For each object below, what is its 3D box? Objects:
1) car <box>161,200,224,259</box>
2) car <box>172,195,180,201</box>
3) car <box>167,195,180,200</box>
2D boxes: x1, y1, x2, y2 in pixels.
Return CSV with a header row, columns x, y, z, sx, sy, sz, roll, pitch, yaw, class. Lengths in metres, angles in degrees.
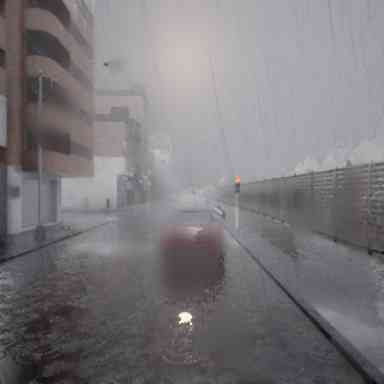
x,y,z,sx,sy,sz,roll,pitch,yaw,class
0.040,1.347,12.783,2.097,1.767,4.553,0,0,1,car
-4.029,1.456,84.903,1.837,1.490,4.892,0,0,0,car
-4.020,1.477,69.226,1.837,1.490,4.892,0,0,0,car
